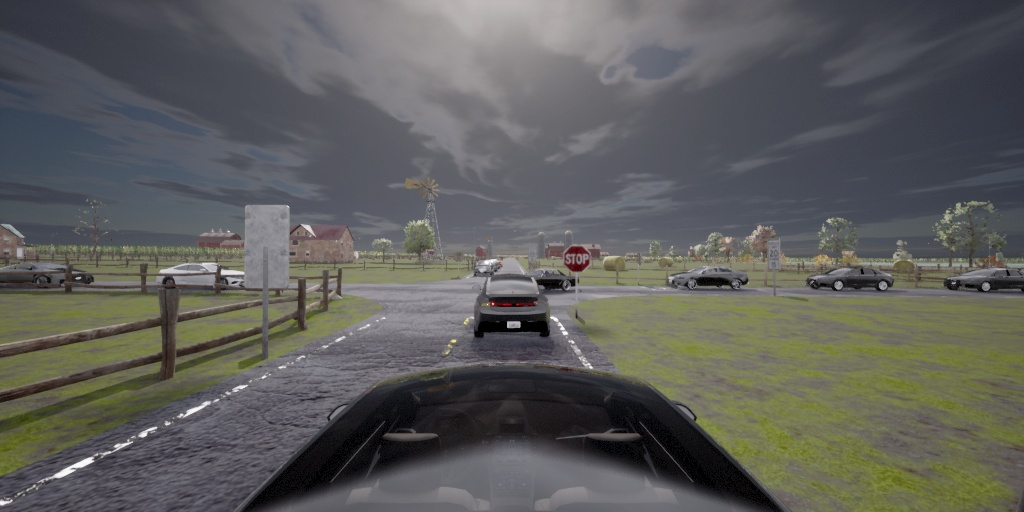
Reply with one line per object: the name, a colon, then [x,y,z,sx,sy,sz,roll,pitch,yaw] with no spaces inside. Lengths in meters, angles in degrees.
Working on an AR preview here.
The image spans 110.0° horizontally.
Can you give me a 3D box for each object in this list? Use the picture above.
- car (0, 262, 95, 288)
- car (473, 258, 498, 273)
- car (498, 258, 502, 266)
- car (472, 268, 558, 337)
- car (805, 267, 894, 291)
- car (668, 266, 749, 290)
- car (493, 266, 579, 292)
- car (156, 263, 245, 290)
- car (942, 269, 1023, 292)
car: [-26.353,1.048,20.110,4.181,1.385,1.994,1,-1,-1]
car: [-2.838,1.243,36.948,2.128,1.511,4.902,0,0,0]
car: [-2.826,1.241,46.394,2.128,1.511,4.902,0,0,0]
car: [-0.069,1.256,10.260,1.837,1.490,4.892,0,0,-3]
car: [22.212,1.499,23.692,4.892,1.490,1.837,1,-1,-1]
car: [12.811,1.397,23.527,4.902,1.511,2.128,1,-1,-2]
car: [1.510,1.369,20.305,4.718,1.301,1.895,1,0,-35]
car: [-17.233,1.103,20.227,4.674,1.442,1.812,1,-1,-1]
car: [31.715,1.587,23.807,4.892,1.490,1.837,1,-1,-1]
